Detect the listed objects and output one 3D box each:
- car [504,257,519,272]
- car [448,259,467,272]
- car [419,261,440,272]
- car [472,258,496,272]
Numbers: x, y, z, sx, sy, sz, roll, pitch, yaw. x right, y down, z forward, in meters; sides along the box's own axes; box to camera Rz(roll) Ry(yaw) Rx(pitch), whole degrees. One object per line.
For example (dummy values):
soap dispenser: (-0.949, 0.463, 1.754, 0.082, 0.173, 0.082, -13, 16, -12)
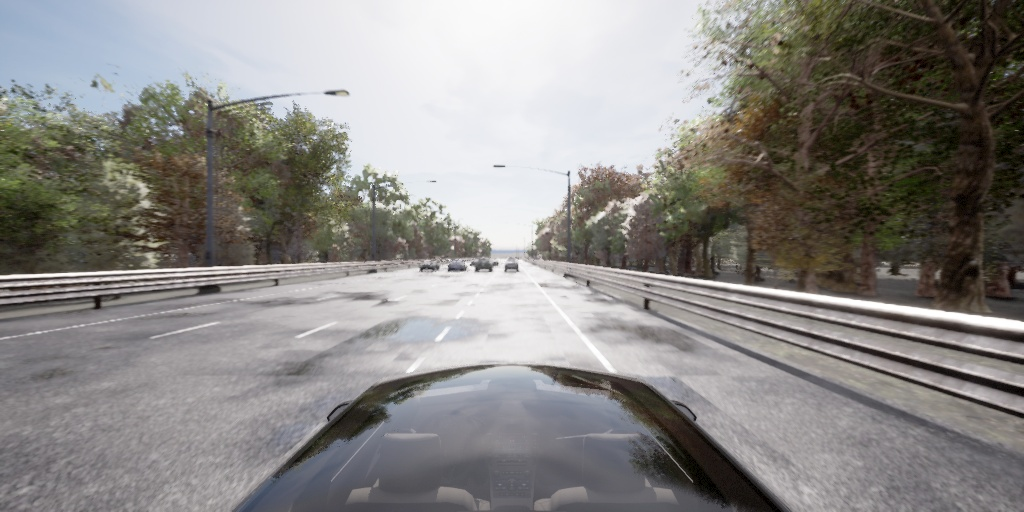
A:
car: (-0.036, 1.222, 46.004, 2.128, 1.511, 4.902, 0, 0, 0)
car: (-7.034, 1.290, 46.486, 1.994, 1.385, 4.181, 0, 0, 0)
car: (-10.538, 1.325, 46.257, 1.895, 1.301, 4.718, 0, 0, 0)
car: (-3.536, 1.079, 46.282, 2.097, 1.767, 4.553, 0, 0, 0)
